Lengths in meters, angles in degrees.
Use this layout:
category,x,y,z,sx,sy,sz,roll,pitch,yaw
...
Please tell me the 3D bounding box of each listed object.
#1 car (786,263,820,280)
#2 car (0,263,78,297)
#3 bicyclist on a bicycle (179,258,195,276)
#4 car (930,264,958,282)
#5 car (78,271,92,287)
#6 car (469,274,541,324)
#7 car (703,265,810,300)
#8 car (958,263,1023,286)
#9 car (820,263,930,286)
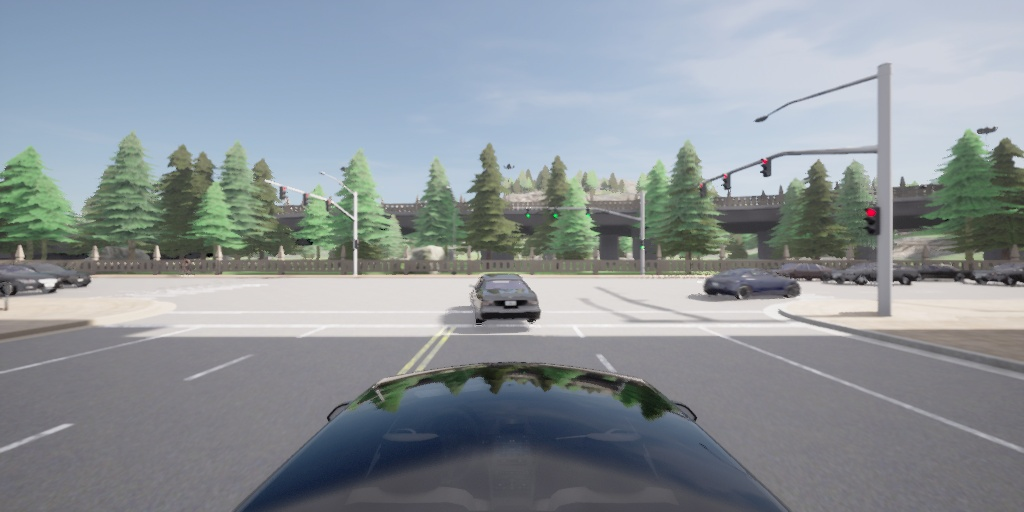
category,x,y,z,sx,sy,sz,roll,pitch,yaw
car,22.412,1.247,27.998,5.357,1.411,2.033,0,0,1
car,-25.638,1.190,17.923,4.902,1.511,2.128,0,0,-2
bicyclist on a bicycle,-29.460,1.002,32.514,0.582,1.620,1.656,0,0,1
car,31.991,1.301,27.597,4.718,1.301,1.895,0,0,4
car,-28.324,1.177,21.484,5.008,1.535,1.882,0,0,0
car,-0.411,1.296,12.036,2.033,1.411,5.357,0,0,-9
car,11.310,1.261,16.960,4.181,1.385,1.994,0,0,-14
car,33.866,1.190,23.874,4.902,1.511,2.128,0,0,6
car,24.528,1.191,24.418,4.902,1.511,2.128,0,0,2
